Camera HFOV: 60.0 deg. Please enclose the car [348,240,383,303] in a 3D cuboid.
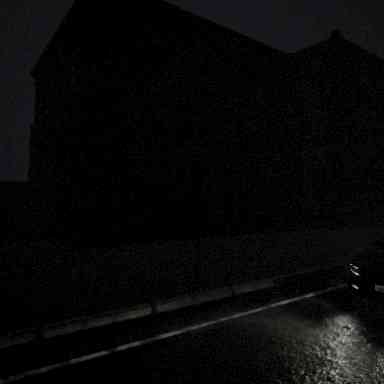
[{"bbox_3d":[5.581,1.565,7.659,5.008,1.535,1.882,1,0,-35],"label":"car"}]
